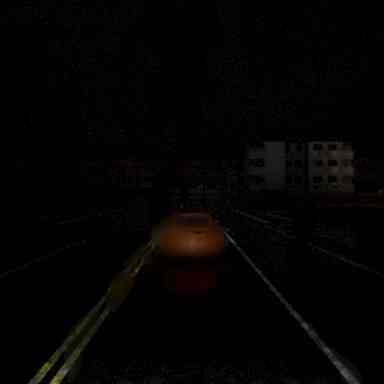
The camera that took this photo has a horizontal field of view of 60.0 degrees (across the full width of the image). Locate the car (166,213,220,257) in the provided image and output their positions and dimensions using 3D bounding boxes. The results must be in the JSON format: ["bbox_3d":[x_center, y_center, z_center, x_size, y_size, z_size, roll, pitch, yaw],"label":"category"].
[{"bbox_3d":[0.057,1.569,13.413,1.882,1.535,5.008,0,0,0],"label":"car"}]
